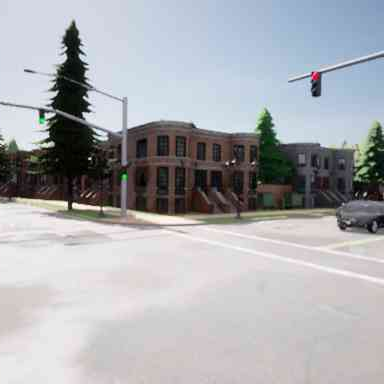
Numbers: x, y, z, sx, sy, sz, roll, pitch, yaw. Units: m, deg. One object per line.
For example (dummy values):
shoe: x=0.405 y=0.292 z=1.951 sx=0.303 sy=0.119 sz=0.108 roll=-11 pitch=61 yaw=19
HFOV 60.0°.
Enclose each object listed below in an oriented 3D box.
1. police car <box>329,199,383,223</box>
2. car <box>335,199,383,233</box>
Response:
police car: x=12.594 y=1.319 z=24.836 sx=4.974 sy=1.542 sz=2.038 roll=0 pitch=1 yaw=-37
car: x=10.060 y=1.373 z=18.721 sx=4.892 sy=1.490 sz=1.837 roll=0 pitch=1 yaw=-37
